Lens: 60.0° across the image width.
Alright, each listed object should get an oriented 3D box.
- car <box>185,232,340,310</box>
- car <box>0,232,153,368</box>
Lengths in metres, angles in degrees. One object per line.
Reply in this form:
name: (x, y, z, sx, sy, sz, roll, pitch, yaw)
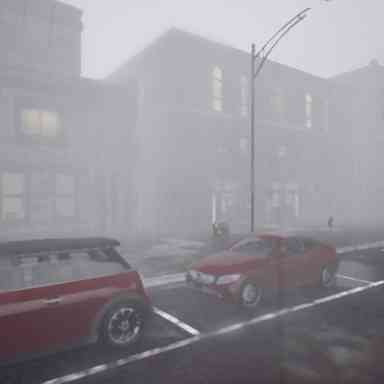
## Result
car: (1.822, 1.636, 7.861, 4.206, 1.307, 1.802, 1, -1, -35)
car: (-2.690, 1.443, 4.644, 4.097, 1.590, 1.967, 1, -1, -35)
